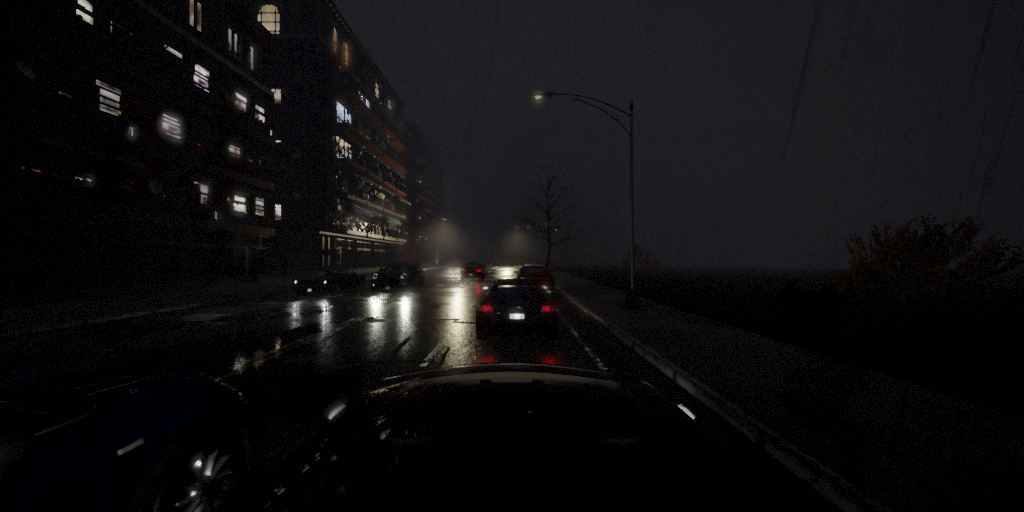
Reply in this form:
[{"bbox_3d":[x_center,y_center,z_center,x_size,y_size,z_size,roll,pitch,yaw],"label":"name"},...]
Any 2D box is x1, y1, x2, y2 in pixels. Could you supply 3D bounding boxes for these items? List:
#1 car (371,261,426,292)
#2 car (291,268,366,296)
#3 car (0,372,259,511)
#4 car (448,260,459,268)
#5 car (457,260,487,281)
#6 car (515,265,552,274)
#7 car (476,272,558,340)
[{"bbox_3d":[-6.583,1.104,21.231,2.097,1.767,4.553,0,0,0],"label":"car"},{"bbox_3d":[-9.834,1.353,19.637,1.895,1.301,4.718,0,0,0],"label":"car"},{"bbox_3d":[-3.153,1.102,1.091,2.097,1.767,4.553,0,0,0],"label":"car"},{"bbox_3d":[-9.758,1.351,62.054,1.895,1.301,4.718,0,0,0],"label":"car"},{"bbox_3d":[-3.123,1.278,29.749,1.812,1.442,4.674,0,0,0],"label":"car"},{"bbox_3d":[1.153,1.230,18.916,1.882,1.535,5.008,0,0,0],"label":"car"},{"bbox_3d":[0.109,1.315,9.996,1.994,1.385,4.181,0,0,0],"label":"car"}]
